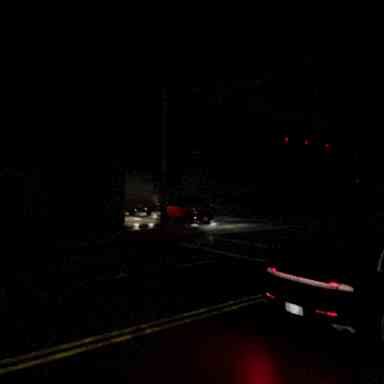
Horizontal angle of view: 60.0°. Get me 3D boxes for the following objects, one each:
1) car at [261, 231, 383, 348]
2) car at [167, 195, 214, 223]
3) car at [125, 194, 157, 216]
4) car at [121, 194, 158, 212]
[{"bbox_3d":[3.436,1.503,6.336,4.902,1.511,2.128,0,0,-37],"label":"car"},{"bbox_3d":[-0.327,1.383,26.115,2.097,1.767,4.553,0,0,-36],"label":"car"},{"bbox_3d":[-6.031,1.254,33.828,2.150,2.045,5.566,0,0,-37],"label":"car"},{"bbox_3d":[-6.426,1.262,40.255,2.150,2.045,5.566,0,0,-36],"label":"car"}]
